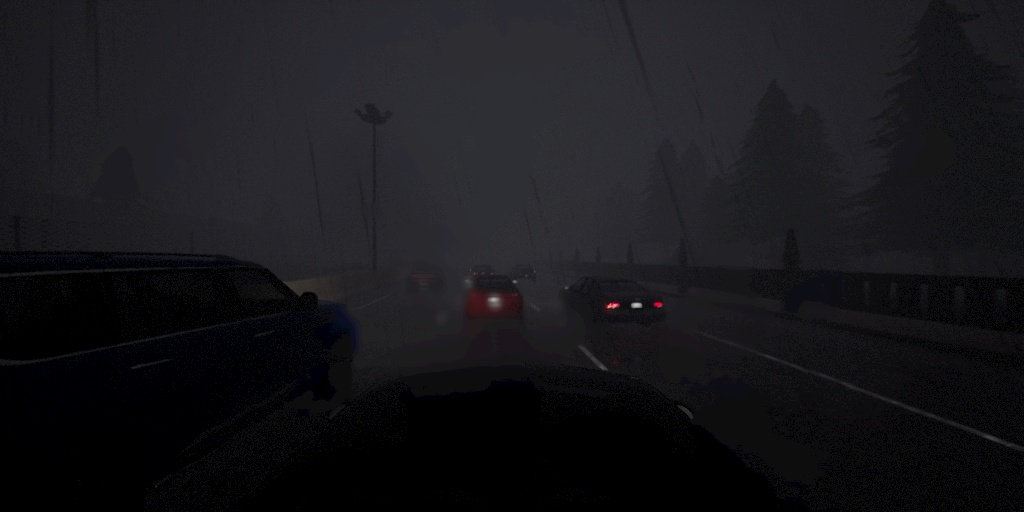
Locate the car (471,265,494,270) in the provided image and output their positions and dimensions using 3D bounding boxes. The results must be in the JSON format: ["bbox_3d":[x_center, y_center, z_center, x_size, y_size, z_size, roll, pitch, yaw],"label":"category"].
[{"bbox_3d":[-2.526,1.455,30.968,2.033,1.411,5.357,0,0,-6],"label":"car"}]

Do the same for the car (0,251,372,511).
[{"bbox_3d":[-3.528,0.994,3.485,2.150,2.045,5.566,0,0,-1],"label":"car"}]

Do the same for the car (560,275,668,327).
[{"bbox_3d":[2.994,1.336,11.745,2.033,1.411,5.357,0,0,-5],"label":"car"}]

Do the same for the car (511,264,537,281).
[{"bbox_3d":[0.948,1.422,31.488,1.812,1.442,4.674,0,0,-6],"label":"car"}]

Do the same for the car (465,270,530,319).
[{"bbox_3d":[-0.694,1.374,13.140,1.994,1.385,4.181,0,0,-5],"label":"car"}]

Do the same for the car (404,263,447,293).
[{"bbox_3d":[-5.087,1.364,21.998,2.128,1.511,4.902,0,0,-6],"label":"car"}]
